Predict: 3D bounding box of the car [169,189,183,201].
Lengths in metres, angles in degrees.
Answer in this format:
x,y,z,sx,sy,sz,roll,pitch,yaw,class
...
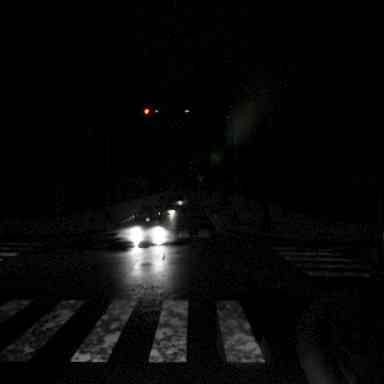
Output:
x,y,z,sx,sy,sz,roll,pitch,yaw,class
-2.795,0.423,58.982,2.150,2.045,5.566,0,1,0,car

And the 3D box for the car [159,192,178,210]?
x,y,z,sx,sy,sz,roll,pitch,yaw,class
-2.868,1.135,36.807,1.837,1.490,4.892,0,3,0,car

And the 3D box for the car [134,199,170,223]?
x,y,z,sx,sy,sz,roll,pitch,yaw,class
-2.867,1.438,23.725,1.895,1.301,4.718,0,1,0,car
